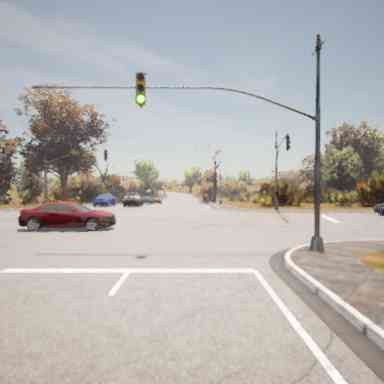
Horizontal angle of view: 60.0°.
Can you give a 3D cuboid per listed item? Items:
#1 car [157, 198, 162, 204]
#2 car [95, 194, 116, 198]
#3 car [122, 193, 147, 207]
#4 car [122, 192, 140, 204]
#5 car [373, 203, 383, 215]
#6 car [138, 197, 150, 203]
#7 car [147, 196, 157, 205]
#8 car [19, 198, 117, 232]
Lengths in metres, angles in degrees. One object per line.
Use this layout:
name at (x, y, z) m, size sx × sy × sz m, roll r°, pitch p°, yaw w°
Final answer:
car at (-7.016, 1.762, 65.648) m, size 1.895 × 1.301 × 4.718 m, roll 0°, pitch -2°, yaw 0°
car at (-10.617, 0.998, 40.762) m, size 1.882 × 1.535 × 5.008 m, roll 0°, pitch 0°, yaw 0°
car at (-7.108, 1.119, 40.400) m, size 1.895 × 1.301 × 4.718 m, roll 0°, pitch 0°, yaw 0°
car at (-10.578, 1.123, 57.913) m, size 2.150 × 2.045 × 5.566 m, roll 0°, pitch -2°, yaw 0°
car at (16.440, 1.109, 25.365) m, size 4.674 × 1.442 × 1.812 m, roll -1°, pitch 1°, yaw 13°
car at (-10.518, 1.821, 73.466) m, size 1.895 × 1.301 × 4.718 m, roll 0°, pitch -2°, yaw 0°
car at (-7.097, 1.278, 52.137) m, size 1.994 × 1.385 × 4.181 m, roll 0°, pitch -2°, yaw 0°
car at (-6.647, 1.272, 17.929) m, size 5.008 × 1.535 × 1.882 m, roll 0°, pitch 1°, yaw 3°
